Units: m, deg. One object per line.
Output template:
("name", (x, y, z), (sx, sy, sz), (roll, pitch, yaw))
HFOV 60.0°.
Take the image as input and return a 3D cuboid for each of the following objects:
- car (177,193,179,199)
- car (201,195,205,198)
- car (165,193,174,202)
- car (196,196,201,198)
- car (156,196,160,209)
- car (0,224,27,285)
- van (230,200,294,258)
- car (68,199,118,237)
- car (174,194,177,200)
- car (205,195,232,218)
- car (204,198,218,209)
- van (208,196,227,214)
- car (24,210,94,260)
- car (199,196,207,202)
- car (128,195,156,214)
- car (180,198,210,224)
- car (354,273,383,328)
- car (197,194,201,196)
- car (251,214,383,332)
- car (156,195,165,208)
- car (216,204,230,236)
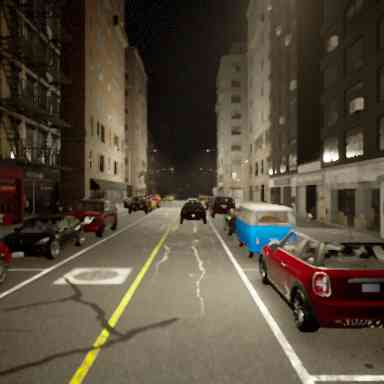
("car", (-5.442, 1.325, 90.042), (2.192, 1.841, 5.009), (0, 0, 0))
("car", (2.624, 1.322, 40.912), (2.192, 1.841, 5.009), (0, 0, 0))
("car", (-5.442, 1.533, 73.426), (1.752, 1.417, 4.829), (0, 0, 0))
("car", (0.084, 1.533, 41.808), (1.812, 1.442, 4.674), (0, 0, 0))
("car", (-5.414, 1.533, 40.740), (1.752, 1.417, 4.829), (0, 0, 0))
("car", (-5.396, 1.584, 6.840), (1.802, 1.307, 4.206), (0, 0, 0))
("van", (2.635, 1.345, 12.518), (1.690, 1.788, 3.998), (0, 0, 0))
("car", (-5.401, 1.320, 18.197), (2.192, 1.841, 5.009), (0, 0, 0))
("car", (-5.443, 1.534, 84.390), (1.752, 1.417, 4.829), (0, 0, 0))
("car", (2.628, 1.322, 29.554), (2.192, 1.841, 5.009), (0, 0, 0))
("car", (2.621, 1.589, 46.591), (1.802, 1.307, 4.206), (0, 0, 0))
("van", (2.626, 1.348, 35.233), (1.690, 1.788, 3.998), (0, 0, 0))
("car", (-5.399, 1.569, 12.519), (1.947, 1.339, 4.313), (0, 0, 0))
("car", (2.609, 1.553, 79.081), (1.887, 1.381, 4.507), (0, 0, 0))
("car", (-5.411, 1.322, 35.233), (2.192, 1.841, 5.009), (0, 0, 0))
("car", (0.091, 1.484, 25.175), (1.882, 1.535, 5.008), (0, 0, 0))
("car", (2.638, 1.545, 1.160), (1.887, 1.381, 4.507), (0, 0, 0))
("car", (2.611, 1.559, 73.600), (2.008, 1.369, 4.403), (0, 0, 0))
("car", (2.636, 1.442, 6.839), (1.967, 1.590, 4.097), (0, 0, 0))
("car", (-5.417, 1.322, 46.589), (2.192, 1.841, 5.009), (0, 0, 0))
("car", (2.632, 1.556, 18.197), (2.008, 1.369, 4.403), (0, 0, 0))
